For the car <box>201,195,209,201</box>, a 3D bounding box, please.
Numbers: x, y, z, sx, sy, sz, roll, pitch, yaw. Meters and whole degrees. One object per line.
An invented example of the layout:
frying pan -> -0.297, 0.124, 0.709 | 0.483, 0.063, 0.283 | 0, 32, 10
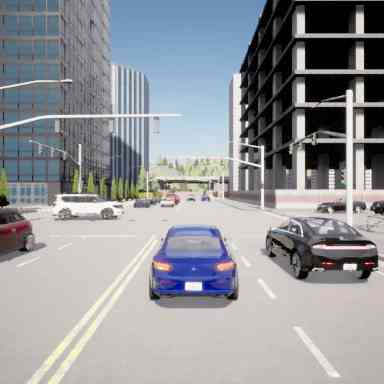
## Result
car -> 3.331, 1.483, 86.949 | 1.837, 1.490, 4.892 | 0, 0, 0

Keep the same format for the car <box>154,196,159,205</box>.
car -> -7.197, 1.601, 56.943 | 1.895, 1.301, 4.718 | 0, 0, 0

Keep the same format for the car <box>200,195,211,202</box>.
car -> 3.349, 1.522, 77.874 | 1.812, 1.442, 4.674 | 0, 0, 0

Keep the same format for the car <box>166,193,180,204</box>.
car -> -3.692, 1.221, 60.085 | 2.150, 2.045, 5.566 | 0, 0, 0

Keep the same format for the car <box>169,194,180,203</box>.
car -> -3.636, 1.355, 70.075 | 2.097, 1.767, 4.553 | 0, 0, 0

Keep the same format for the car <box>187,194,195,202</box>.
car -> -0.152, 1.593, 78.210 | 1.895, 1.301, 4.718 | 0, 0, 0

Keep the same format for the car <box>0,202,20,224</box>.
car -> -14.938, 1.472, 23.445 | 4.674, 1.442, 1.812 | 0, 0, -1

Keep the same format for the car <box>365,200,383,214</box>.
car -> 19.762, 1.166, 31.100 | 5.566, 2.045, 2.150 | 0, 0, 0

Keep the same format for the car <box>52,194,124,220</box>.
car -> -8.375, 1.197, 27.043 | 5.566, 2.045, 2.150 | 0, 0, -1

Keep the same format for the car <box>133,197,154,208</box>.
car -> -7.189, 1.564, 48.183 | 1.994, 1.385, 4.181 | 0, 0, 0

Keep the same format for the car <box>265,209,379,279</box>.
car -> 3.560, 1.492, 9.996 | 2.128, 1.511, 4.902 | 0, 0, -1

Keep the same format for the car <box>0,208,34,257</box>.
car -> -7.053, 1.352, 10.764 | 2.097, 1.767, 4.553 | 0, 0, 0

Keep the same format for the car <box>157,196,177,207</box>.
car -> -3.694, 1.601, 50.311 | 1.895, 1.301, 4.718 | 0, 0, 0

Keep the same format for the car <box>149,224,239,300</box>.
car -> 0.044, 1.526, 8.273 | 1.812, 1.442, 4.674 | 0, 0, 0

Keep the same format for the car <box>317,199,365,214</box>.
car -> 15.516, 1.436, 34.589 | 4.902, 1.511, 2.128 | 0, 0, 0

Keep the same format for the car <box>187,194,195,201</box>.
car -> -0.169, 1.339, 86.913 | 2.097, 1.767, 4.553 | 0, 0, 0

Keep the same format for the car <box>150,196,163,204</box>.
car -> -7.150, 1.547, 67.572 | 2.033, 1.411, 5.357 | 0, 0, 0
